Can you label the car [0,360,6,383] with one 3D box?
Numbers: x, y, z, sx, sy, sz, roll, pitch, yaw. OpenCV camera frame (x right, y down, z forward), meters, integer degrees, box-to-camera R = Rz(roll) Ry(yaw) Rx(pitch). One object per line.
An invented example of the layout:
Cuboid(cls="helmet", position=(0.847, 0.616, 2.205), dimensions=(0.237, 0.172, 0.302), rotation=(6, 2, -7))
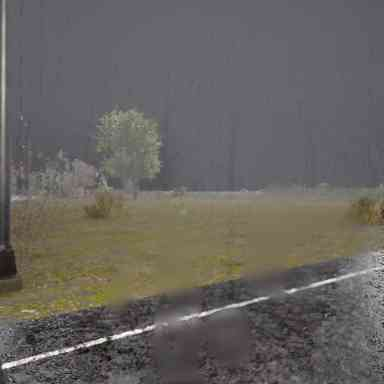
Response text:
Cuboid(cls="car", position=(-3.601, 1.493, 1.421), dimensions=(4.892, 1.490, 1.837), rotation=(0, 0, -35))
